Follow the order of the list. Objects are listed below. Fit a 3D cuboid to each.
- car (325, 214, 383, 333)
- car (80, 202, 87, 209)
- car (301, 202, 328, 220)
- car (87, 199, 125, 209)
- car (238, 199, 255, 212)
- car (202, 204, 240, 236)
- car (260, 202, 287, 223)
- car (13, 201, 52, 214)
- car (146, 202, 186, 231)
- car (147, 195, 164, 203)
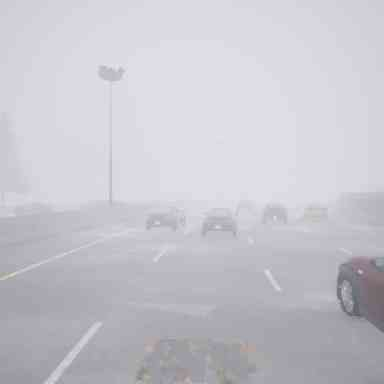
[{"bbox_3d":[3.812,1.379,4.646,2.097,1.767,4.553,0,0,2],"label":"car"},{"bbox_3d":[-11.764,1.584,40.717,2.128,1.511,4.902,0,0,16],"label":"car"},{"bbox_3d":[10.822,1.604,29.649,1.882,1.535,5.008,0,0,13],"label":"car"},{"bbox_3d":[-9.149,1.581,37.002,2.128,1.511,4.902,0,0,15],"label":"car"},{"bbox_3d":[6.602,1.653,40.558,1.837,1.490,4.892,0,0,17],"label":"car"},{"bbox_3d":[1.643,1.591,18.968,1.812,1.442,4.674,0,0,8],"label":"car"},{"bbox_3d":[6.559,1.609,26.642,1.837,1.490,4.892,0,0,12],"label":"car"},{"bbox_3d":[-16.802,1.622,35.181,1.994,1.385,4.181,0,0,14],"label":"car"},{"bbox_3d":[-1.583,1.587,20.974,1.812,1.442,4.674,0,0,9],"label":"car"},{"bbox_3d":[-7.760,1.523,70.965,2.097,1.767,4.553,0,0,25],"label":"car"}]
